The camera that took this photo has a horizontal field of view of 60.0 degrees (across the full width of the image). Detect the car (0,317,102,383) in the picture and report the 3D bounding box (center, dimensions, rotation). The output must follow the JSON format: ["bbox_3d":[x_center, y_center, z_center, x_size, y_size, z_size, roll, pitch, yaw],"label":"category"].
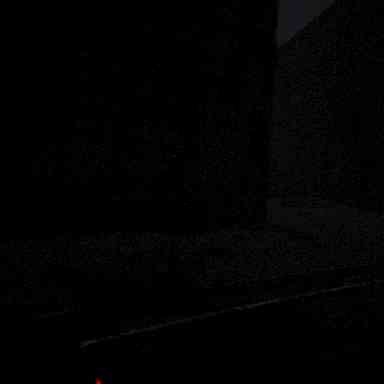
[{"bbox_3d":[-2.621,1.542,1.822,4.181,1.385,1.994,0,0,-35],"label":"car"}]
